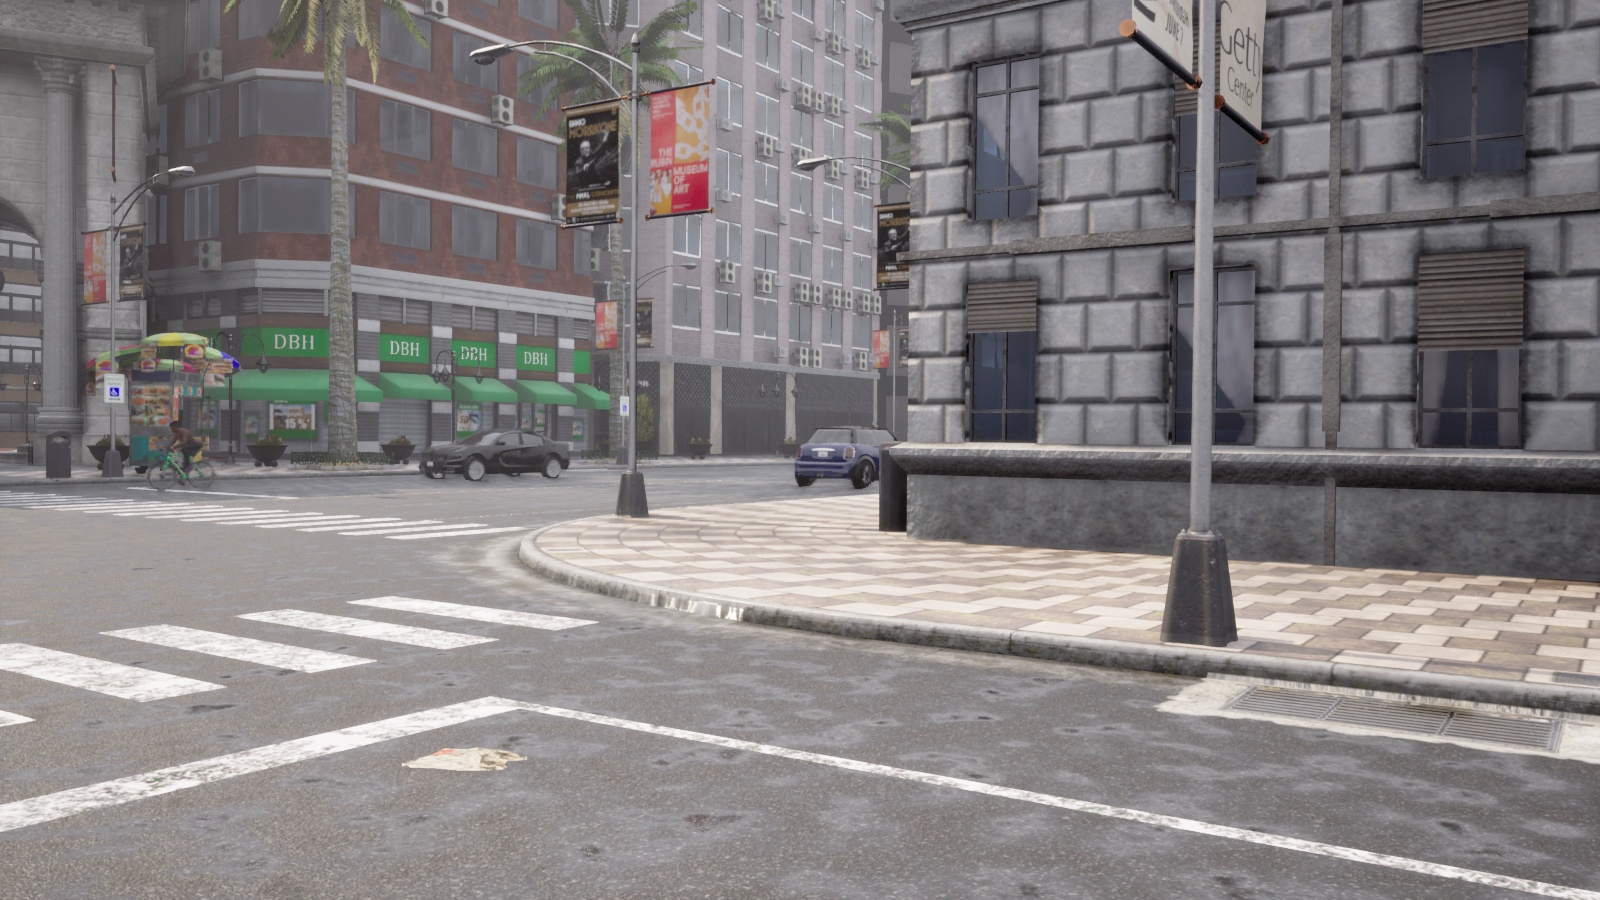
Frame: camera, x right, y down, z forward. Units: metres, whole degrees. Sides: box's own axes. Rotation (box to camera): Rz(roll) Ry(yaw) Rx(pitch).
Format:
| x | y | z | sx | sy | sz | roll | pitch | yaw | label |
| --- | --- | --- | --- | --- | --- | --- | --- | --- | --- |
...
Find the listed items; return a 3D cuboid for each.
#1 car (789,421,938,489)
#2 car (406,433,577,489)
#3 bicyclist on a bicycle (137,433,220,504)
| x | y | z | sx | sy | sz | roll | pitch | yaw | label |
| --- | --- | --- | --- | --- | --- | --- | --- | --- | --- |
| 1.863 | 0.091 | 35.328 | 2.097 | 1.767 | 4.553 | 0 | 1 | 34 | car |
| -9.171 | 0.277 | 37.758 | 1.882 | 1.535 | 5.008 | 0 | 1 | 34 | car |
| -14.660 | 0.412 | 29.645 | 0.582 | 1.620 | 1.656 | 0 | 1 | 34 | bicyclist on a bicycle |
